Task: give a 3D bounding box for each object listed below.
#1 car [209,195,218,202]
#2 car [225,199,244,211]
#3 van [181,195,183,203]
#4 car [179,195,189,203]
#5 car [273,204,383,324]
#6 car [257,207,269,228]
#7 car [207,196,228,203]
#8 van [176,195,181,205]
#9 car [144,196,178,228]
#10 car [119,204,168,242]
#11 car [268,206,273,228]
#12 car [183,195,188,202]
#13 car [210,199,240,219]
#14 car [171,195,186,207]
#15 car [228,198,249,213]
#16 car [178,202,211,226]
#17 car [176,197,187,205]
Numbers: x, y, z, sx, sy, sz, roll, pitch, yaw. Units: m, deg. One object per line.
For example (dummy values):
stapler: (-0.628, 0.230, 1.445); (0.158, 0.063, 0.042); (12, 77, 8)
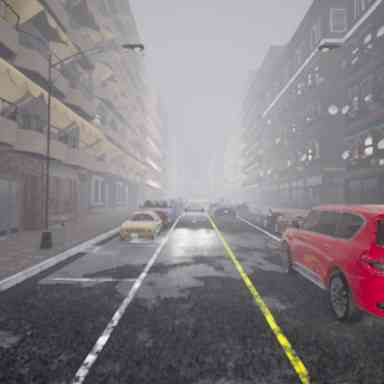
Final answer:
car: (5.947, 1.786, 94.196); (2.192, 1.841, 5.009); (1, 0, 0)
car: (5.630, 1.725, 44.414); (1.887, 1.381, 4.507); (2, 0, 0)
van: (-2.282, 1.454, 39.002); (1.690, 1.788, 3.998); (2, 0, 0)
car: (-1.975, 1.665, 83.243); (2.192, 1.841, 5.009); (2, 0, 0)
car: (3.614, 1.264, 7.355); (2.150, 2.045, 5.566); (0, 0, 0)
car: (5.475, 1.644, 22.293); (2.008, 1.369, 4.403); (2, 0, 0)
car: (3.050, 1.653, 43.239); (2.128, 1.511, 4.902); (0, 0, 1)
van: (-2.320, 1.430, 33.470); (1.690, 1.788, 3.998); (2, 0, 0)
car: (-2.396, 1.365, 22.411); (2.192, 1.841, 5.009); (2, 0, 0)
car: (-2.443, 1.558, 16.709); (1.752, 1.417, 4.829); (2, 0, 0)
car: (5.437, 1.621, 16.761); (1.887, 1.381, 4.507); (2, 0, 0)
car: (-2.204, 1.478, 50.062); (2.192, 1.841, 5.009); (2, 0, 0)
car: (2.994, 1.673, 31.017); (1.994, 1.385, 4.181); (0, 0, 1)
car: (-2.166, 1.505, 55.592); (2.192, 1.841, 5.009); (2, 0, 0)
car: (5.592, 1.700, 38.884); (1.887, 1.381, 4.507); (2, 0, 0)
car: (0.156, 1.671, 24.314); (1.895, 1.301, 4.718); (0, 0, 0)
car: (-2.097, 1.814, 66.653); (1.947, 1.339, 4.313); (2, 0, 0)
